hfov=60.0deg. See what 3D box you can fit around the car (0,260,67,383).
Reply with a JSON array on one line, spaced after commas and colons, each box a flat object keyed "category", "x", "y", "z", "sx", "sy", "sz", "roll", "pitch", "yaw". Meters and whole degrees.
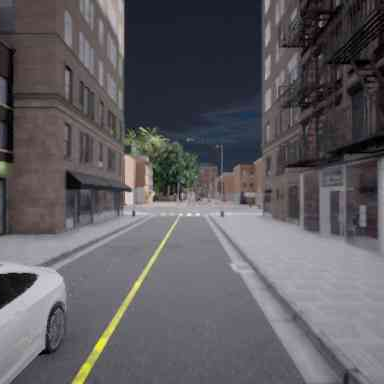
[{"category": "car", "x": -2.837, "y": 1.566, "z": 3.494, "sx": 1.812, "sy": 1.442, "sz": 4.674, "roll": 0, "pitch": -1, "yaw": 0}]
